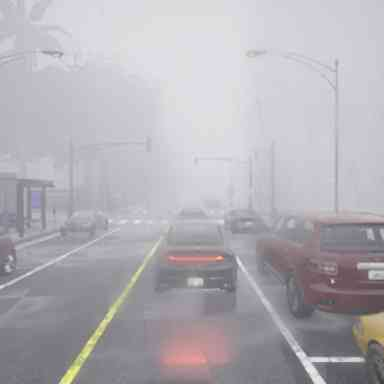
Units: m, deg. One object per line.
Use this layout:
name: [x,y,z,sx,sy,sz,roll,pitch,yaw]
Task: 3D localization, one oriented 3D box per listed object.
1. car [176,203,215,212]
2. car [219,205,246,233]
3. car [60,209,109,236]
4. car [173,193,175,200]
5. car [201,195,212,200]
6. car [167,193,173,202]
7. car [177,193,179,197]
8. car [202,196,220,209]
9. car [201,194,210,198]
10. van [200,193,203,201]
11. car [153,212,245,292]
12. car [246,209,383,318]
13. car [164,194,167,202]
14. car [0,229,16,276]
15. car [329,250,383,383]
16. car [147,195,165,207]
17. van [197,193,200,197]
car: [0.019,1.563,18.949,1.994,1.385,4.181,0,0,0]
car: [2.777,1.565,18.190,1.947,1.339,4.313,0,0,0]
car: [-5.749,1.581,18.215,1.802,1.307,4.206,0,0,0]
car: [-5.698,1.275,77.176,2.192,1.841,5.009,0,0,0]
car: [2.805,1.551,50.047,1.947,1.339,4.313,0,0,0]
car: [-5.702,1.407,71.755,1.967,1.590,4.097,0,0,0]
car: [-5.683,1.253,93.437,2.192,1.841,5.009,0,0,0]
car: [2.800,1.554,44.627,1.947,1.339,4.313,0,0,0]
car: [2.810,1.507,55.637,1.752,1.417,4.829,0,0,0]
van: [2.813,1.318,60.888,1.690,1.788,3.998,0,0,0]
car: [0.084,1.505,8.920,1.837,1.490,4.892,0,0,0]
car: [2.766,1.315,7.339,2.192,1.841,5.009,0,0,0]
car: [-5.716,1.422,55.494,1.967,1.590,4.097,0,0,0]
car: [-5.758,1.440,7.363,1.967,1.590,4.097,0,0,0]
car: [2.763,1.525,2.084,1.752,1.417,4.829,0,0,0]
car: [-5.721,1.536,50.074,2.008,1.369,4.403,0,0,0]
van: [2.833,1.294,82.569,1.690,1.788,3.998,0,0,0]
